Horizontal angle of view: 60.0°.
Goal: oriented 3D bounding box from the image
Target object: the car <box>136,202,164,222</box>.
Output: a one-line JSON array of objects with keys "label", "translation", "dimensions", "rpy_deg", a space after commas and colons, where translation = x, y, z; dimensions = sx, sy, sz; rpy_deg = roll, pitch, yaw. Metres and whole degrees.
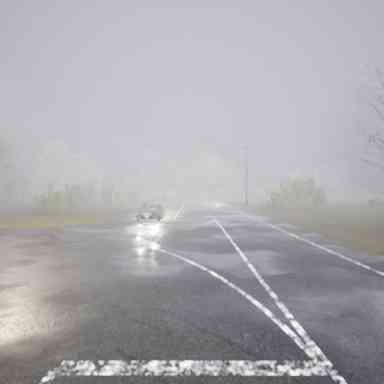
[{"label": "car", "translation": [-3.319, 1.563, 26.996], "dimensions": [2.128, 1.511, 4.902], "rpy_deg": [0, 0, 0]}]

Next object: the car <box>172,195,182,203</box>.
[{"label": "car", "translation": [-3.154, 1.492, 71.996], "dimensions": [2.097, 1.767, 4.553], "rpy_deg": [0, 0, 0]}]
